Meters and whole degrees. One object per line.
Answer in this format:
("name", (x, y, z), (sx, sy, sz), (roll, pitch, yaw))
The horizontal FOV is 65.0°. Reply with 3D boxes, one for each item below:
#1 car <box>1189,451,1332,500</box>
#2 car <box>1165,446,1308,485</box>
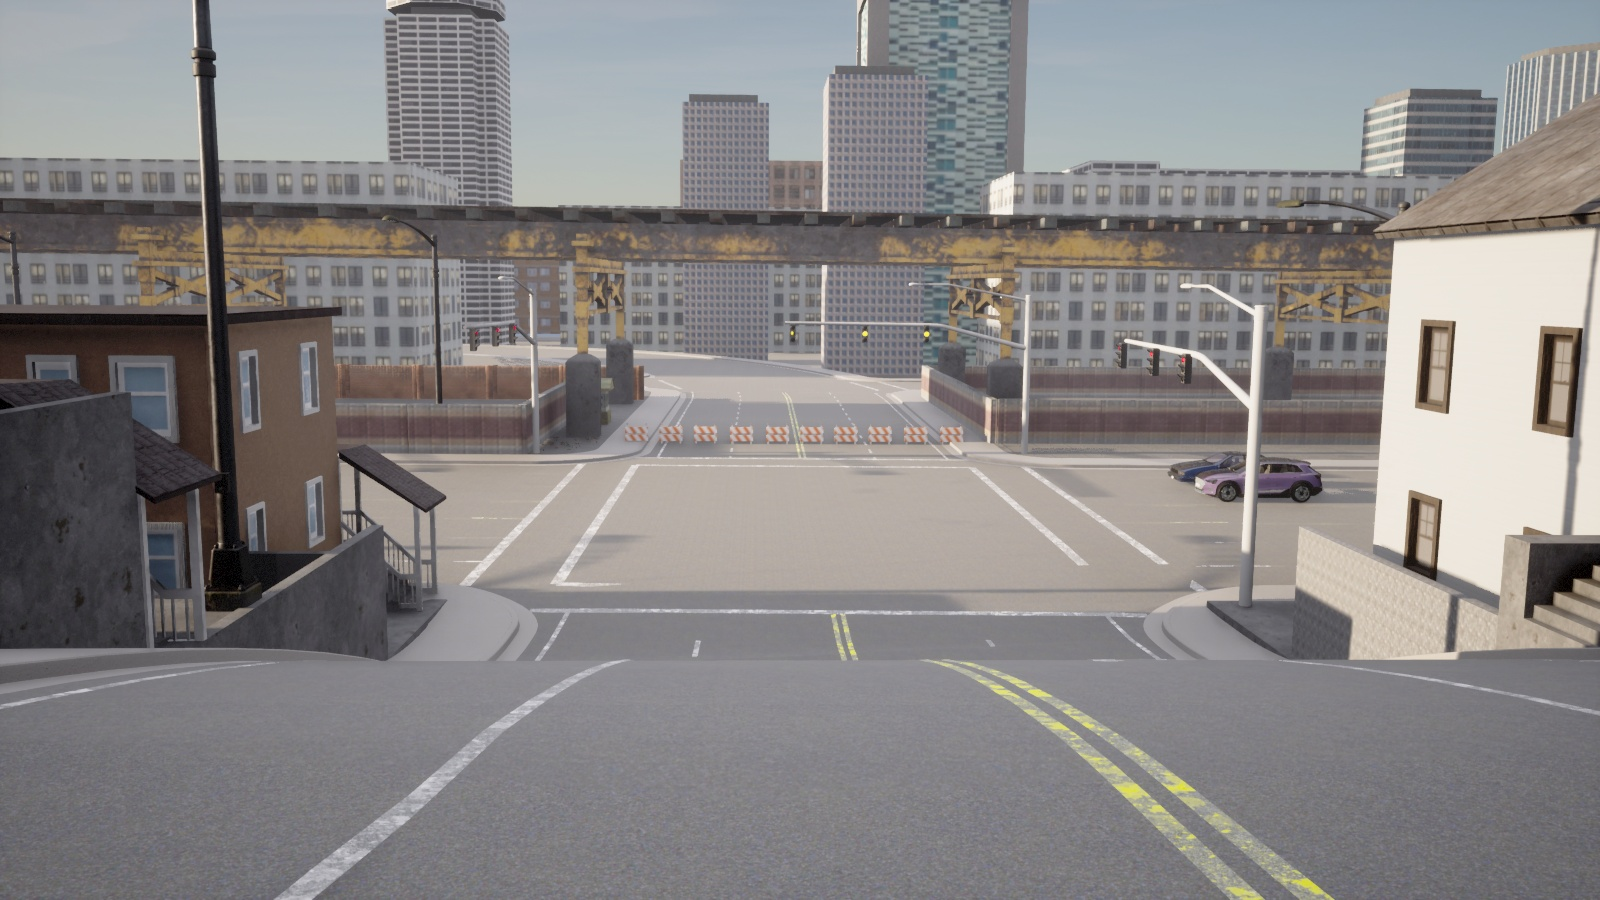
("car", (18.322, 0.991, 50.140), (4.856, 1.649, 2.033), (0, 8, 0))
("car", (18.586, 0.645, 53.629), (5.357, 1.411, 2.033), (0, 8, 0))
